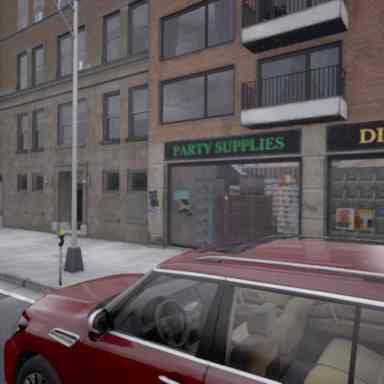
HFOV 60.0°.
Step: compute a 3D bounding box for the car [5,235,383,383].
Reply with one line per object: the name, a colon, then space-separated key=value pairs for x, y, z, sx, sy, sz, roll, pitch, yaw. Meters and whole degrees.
car: x=0.547 y=1.314 z=2.676 sx=5.009 sy=1.841 sz=2.192 roll=0 pitch=1 yaw=35
